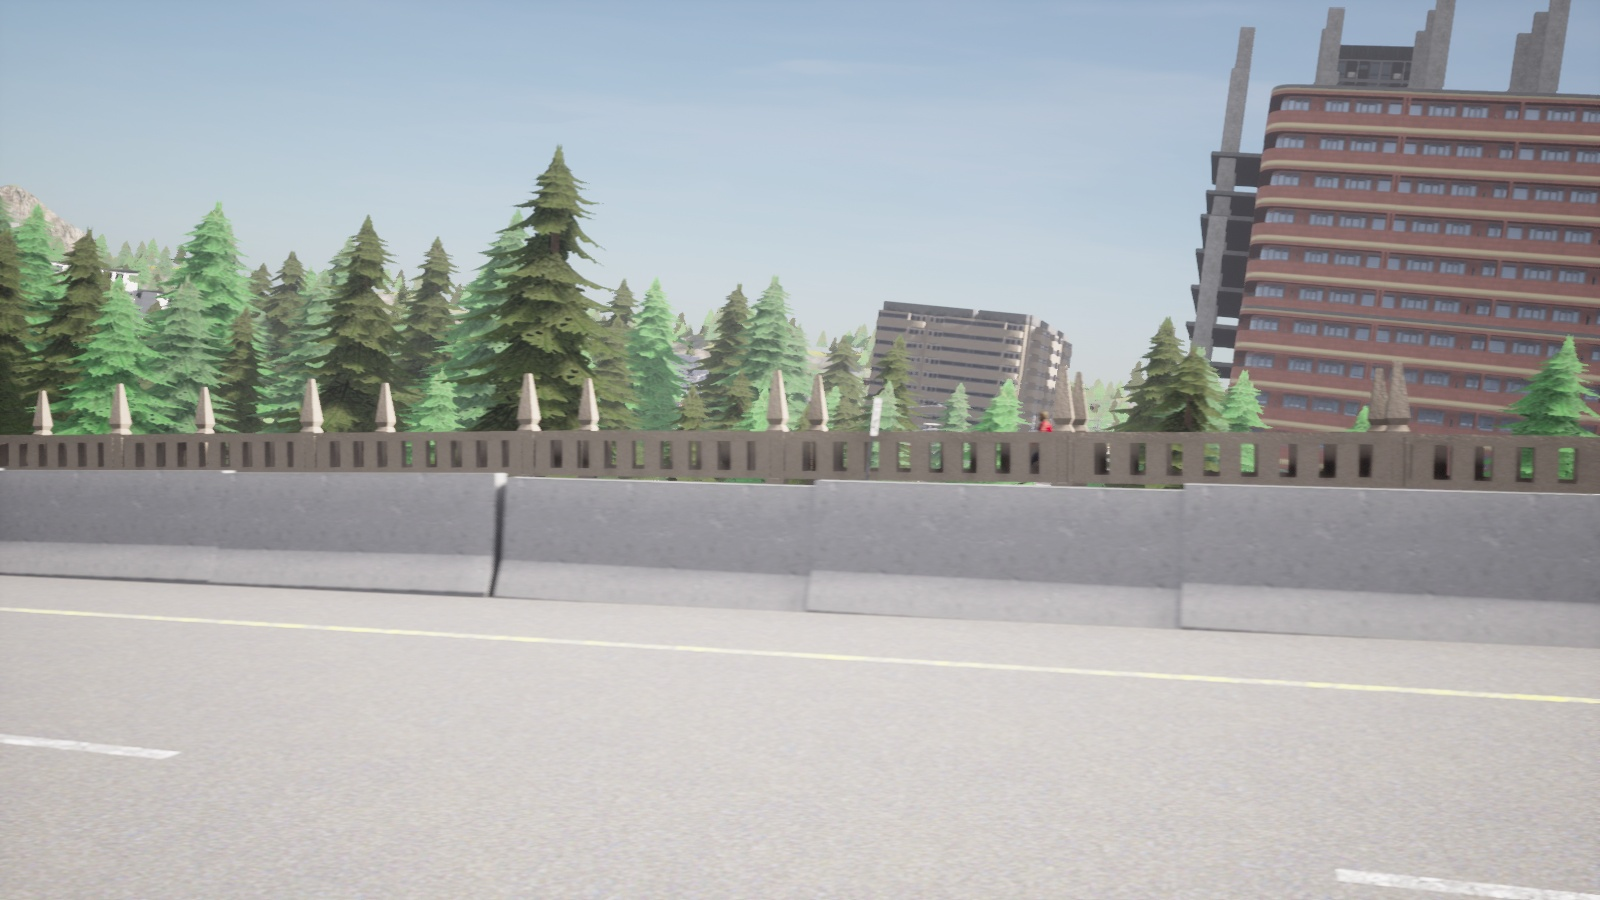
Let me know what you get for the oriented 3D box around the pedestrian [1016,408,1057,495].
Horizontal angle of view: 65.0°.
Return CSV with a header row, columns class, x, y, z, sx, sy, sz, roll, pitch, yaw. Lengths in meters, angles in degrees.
class,x,y,z,sx,sy,sz,roll,pitch,yaw
pedestrian,5.279,0.031,28.036,0.636,1.846,0.331,8,3,19
